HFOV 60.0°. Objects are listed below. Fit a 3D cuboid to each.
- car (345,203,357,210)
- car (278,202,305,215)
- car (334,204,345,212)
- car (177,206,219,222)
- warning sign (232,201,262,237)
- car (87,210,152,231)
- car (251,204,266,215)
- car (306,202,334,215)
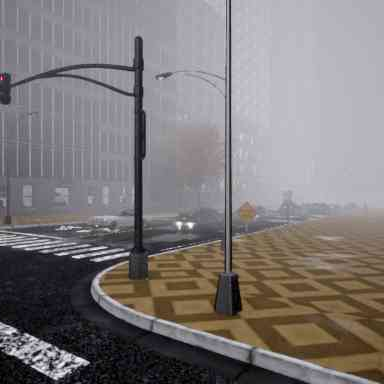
[{"bbox_3d":[31.341,2.837,65.801,1.812,1.442,4.674,0,-1,33],"label":"car"},{"bbox_3d":[13.725,2.205,46.402,2.097,1.767,4.553,0,-1,33],"label":"car"},{"bbox_3d":[23.736,2.640,55.889,2.033,1.411,5.357,0,-1,33],"label":"car"},{"bbox_3d":[0.734,2.062,32.470,2.033,1.411,5.357,0,-1,33],"label":"car"},{"bbox_3d":[3.066,1.454,18.581,1.300,1.860,1.060,1,1,33],"label":"warning sign"},{"bbox_3d":[-5.017,1.925,23.515,1.895,1.301,4.718,0,-1,33],"label":"car"},{"bbox_3d":[8.368,2.330,44.310,1.994,1.385,4.181,0,-1,33],"label":"car"},{"bbox_3d":[18.280,2.267,47.391,2.097,1.767,4.553,0,-1,33],"label":"car"}]
